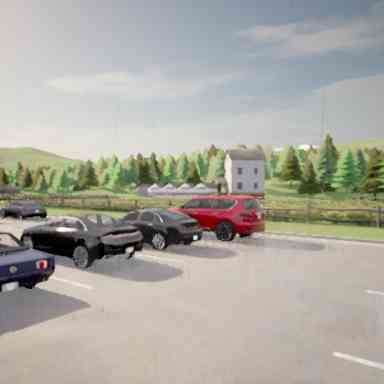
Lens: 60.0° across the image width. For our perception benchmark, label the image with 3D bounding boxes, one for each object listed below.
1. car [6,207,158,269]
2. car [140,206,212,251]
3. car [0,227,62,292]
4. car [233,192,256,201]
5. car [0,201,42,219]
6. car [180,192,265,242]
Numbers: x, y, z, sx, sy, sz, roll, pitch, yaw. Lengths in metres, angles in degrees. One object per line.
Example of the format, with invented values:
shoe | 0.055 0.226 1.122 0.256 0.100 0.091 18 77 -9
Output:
car | -3.765 1.443 10.980 4.902 1.511 2.128 0 0 36
car | -1.846 1.455 13.910 4.892 1.490 1.837 0 0 36
car | -5.354 1.555 7.813 4.718 1.301 1.895 0 0 36
car | 11.783 1.029 74.864 4.605 1.855 1.932 0 0 35
car | -13.410 1.428 26.464 4.181 1.385 1.994 0 0 35
car | 0.805 1.175 16.317 5.566 2.045 2.150 0 0 36
